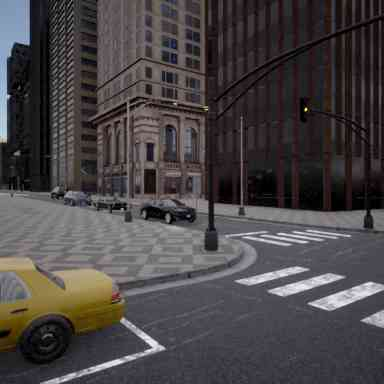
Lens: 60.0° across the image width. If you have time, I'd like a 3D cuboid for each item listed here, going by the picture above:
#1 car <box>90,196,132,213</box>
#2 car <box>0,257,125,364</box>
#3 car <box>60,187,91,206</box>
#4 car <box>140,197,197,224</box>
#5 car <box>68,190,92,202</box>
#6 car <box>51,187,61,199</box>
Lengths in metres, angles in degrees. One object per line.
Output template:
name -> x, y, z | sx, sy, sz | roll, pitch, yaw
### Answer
car -> -7.116, 1.070, 29.616 | 1.895, 1.301, 4.718 | 0, 1, -36
car -> -3.317, 1.525, 4.283 | 4.829, 1.417, 1.752 | 0, 0, -35
car -> -13.073, 0.627, 37.953 | 2.097, 1.767, 4.553 | 0, 1, -36
car -> -1.661, 1.129, 21.996 | 1.882, 1.535, 5.008 | 0, 1, -36
car -> -16.019, 0.575, 47.460 | 1.882, 1.535, 5.008 | 0, 1, -35
car -> -21.984, 0.133, 55.718 | 2.150, 2.045, 5.566 | 0, 1, -36
